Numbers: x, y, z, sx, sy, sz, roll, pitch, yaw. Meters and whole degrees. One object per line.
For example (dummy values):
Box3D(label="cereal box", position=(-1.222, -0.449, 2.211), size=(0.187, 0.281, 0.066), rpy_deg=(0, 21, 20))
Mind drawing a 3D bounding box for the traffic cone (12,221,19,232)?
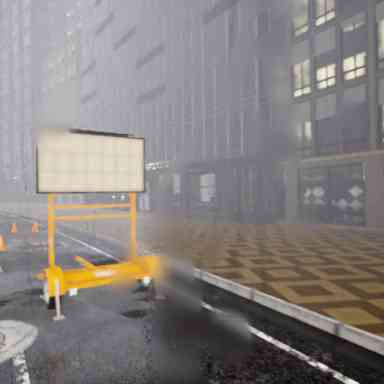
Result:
Box3D(label="traffic cone", position=(-9.685, 1.896, 18.194), size=(0.340, 0.580, 0.340), rpy_deg=(0, 0, -33))

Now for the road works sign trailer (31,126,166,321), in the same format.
Box3D(label="road works sign trailer", position=(-2.251, 0.429, 7.520), size=(2.380, 3.560, 2.880), rpy_deg=(0, 0, -33))

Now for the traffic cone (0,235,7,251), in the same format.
Box3D(label="traffic cone", position=(-7.233, 1.914, 12.627), size=(0.340, 0.580, 0.340), rpy_deg=(0, 0, -33))
